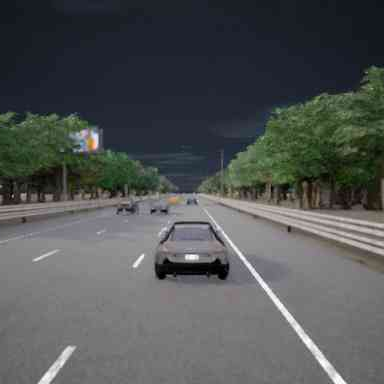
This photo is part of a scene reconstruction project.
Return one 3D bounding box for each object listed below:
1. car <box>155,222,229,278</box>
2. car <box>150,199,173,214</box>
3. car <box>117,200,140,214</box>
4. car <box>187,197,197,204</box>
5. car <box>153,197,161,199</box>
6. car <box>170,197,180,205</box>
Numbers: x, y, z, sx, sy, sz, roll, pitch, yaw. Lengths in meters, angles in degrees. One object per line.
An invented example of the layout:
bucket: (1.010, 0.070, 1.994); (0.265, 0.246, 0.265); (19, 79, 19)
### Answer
car: (0.001, 1.588, 10.209); (1.994, 1.385, 4.181); (0, 0, 0)
car: (-3.476, 1.721, 36.796); (1.895, 1.301, 4.718); (0, 0, 0)
car: (-6.973, 1.627, 36.709); (1.837, 1.490, 4.892); (0, 0, 0)
car: (0.024, 1.726, 66.443); (1.812, 1.442, 4.674); (0, 0, 0)
car: (-6.987, 1.746, 66.161); (2.033, 1.411, 5.357); (0, 0, 0)
car: (-3.472, 1.678, 66.368); (1.882, 1.535, 5.008); (0, 0, 0)
